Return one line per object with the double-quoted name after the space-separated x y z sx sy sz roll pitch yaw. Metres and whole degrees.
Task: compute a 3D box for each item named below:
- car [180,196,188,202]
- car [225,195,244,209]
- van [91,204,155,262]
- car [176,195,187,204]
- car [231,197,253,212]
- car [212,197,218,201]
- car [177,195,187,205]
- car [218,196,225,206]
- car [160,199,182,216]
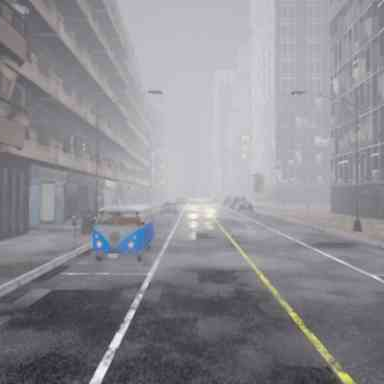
-2.122 1.854 89.153 1.947 1.339 4.313 1 0 0 "car"
6.162 1.434 44.950 2.192 1.841 5.009 1 0 0 "car"
-2.293 1.350 11.833 1.690 1.788 3.998 1 0 0 "van"
-2.156 1.516 72.584 2.192 1.841 5.009 1 0 0 "car"
6.145 1.667 39.425 1.947 1.339 4.313 1 0 0 "car"
6.258 1.896 89.132 1.802 1.307 4.206 1 0 0 "car"
-2.184 1.696 61.537 1.887 1.381 4.507 1 0 0 "car"
6.187 1.472 55.996 2.192 1.841 5.009 1 0 0 "car"
-2.248 1.641 33.923 1.802 1.307 4.206 1 0 0 "car"
